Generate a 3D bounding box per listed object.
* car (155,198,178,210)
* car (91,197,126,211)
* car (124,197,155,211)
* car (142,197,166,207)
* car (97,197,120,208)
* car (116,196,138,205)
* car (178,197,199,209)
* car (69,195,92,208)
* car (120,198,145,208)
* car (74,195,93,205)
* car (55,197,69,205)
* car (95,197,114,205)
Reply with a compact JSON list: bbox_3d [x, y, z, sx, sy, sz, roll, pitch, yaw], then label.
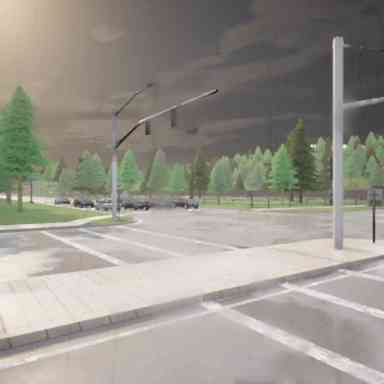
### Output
[{"bbox_3d":[-4.170,1.578,43.887,1.994,1.385,4.181,0,0,-35],"label":"car"},{"bbox_3d":[-10.203,1.610,40.296,1.895,1.301,4.718,0,0,-35],"label":"car"},{"bbox_3d":[-7.158,1.559,42.051,2.033,1.411,5.357,0,0,-35],"label":"car"},{"bbox_3d":[-6.048,1.580,52.676,1.994,1.385,4.181,0,0,-35],"label":"car"},{"bbox_3d":[-12.520,1.538,49.702,1.812,1.442,4.674,0,0,-35],"label":"car"},{"bbox_3d":[-12.047,1.564,61.274,2.033,1.411,5.357,0,0,-34],"label":"car"},{"bbox_3d":[-0.958,1.521,45.402,1.837,1.490,4.892,0,0,-35],"label":"car"},{"bbox_3d":[-15.744,1.557,48.199,2.033,1.411,5.357,0,0,-35],"label":"car"},{"bbox_3d":[-9.193,1.615,51.051,1.895,1.301,4.718,0,0,-35],"label":"car"},{"bbox_3d":[-19.516,1.364,59.734,2.097,1.767,4.553,0,0,-35],"label":"car"},{"bbox_3d":[-22.579,1.574,58.014,1.994,1.385,4.181,0,0,-35],"label":"car"},{"bbox_3d":[-16.013,1.578,60.841,1.994,1.385,4.181,0,0,-34],"label":"car"}]
